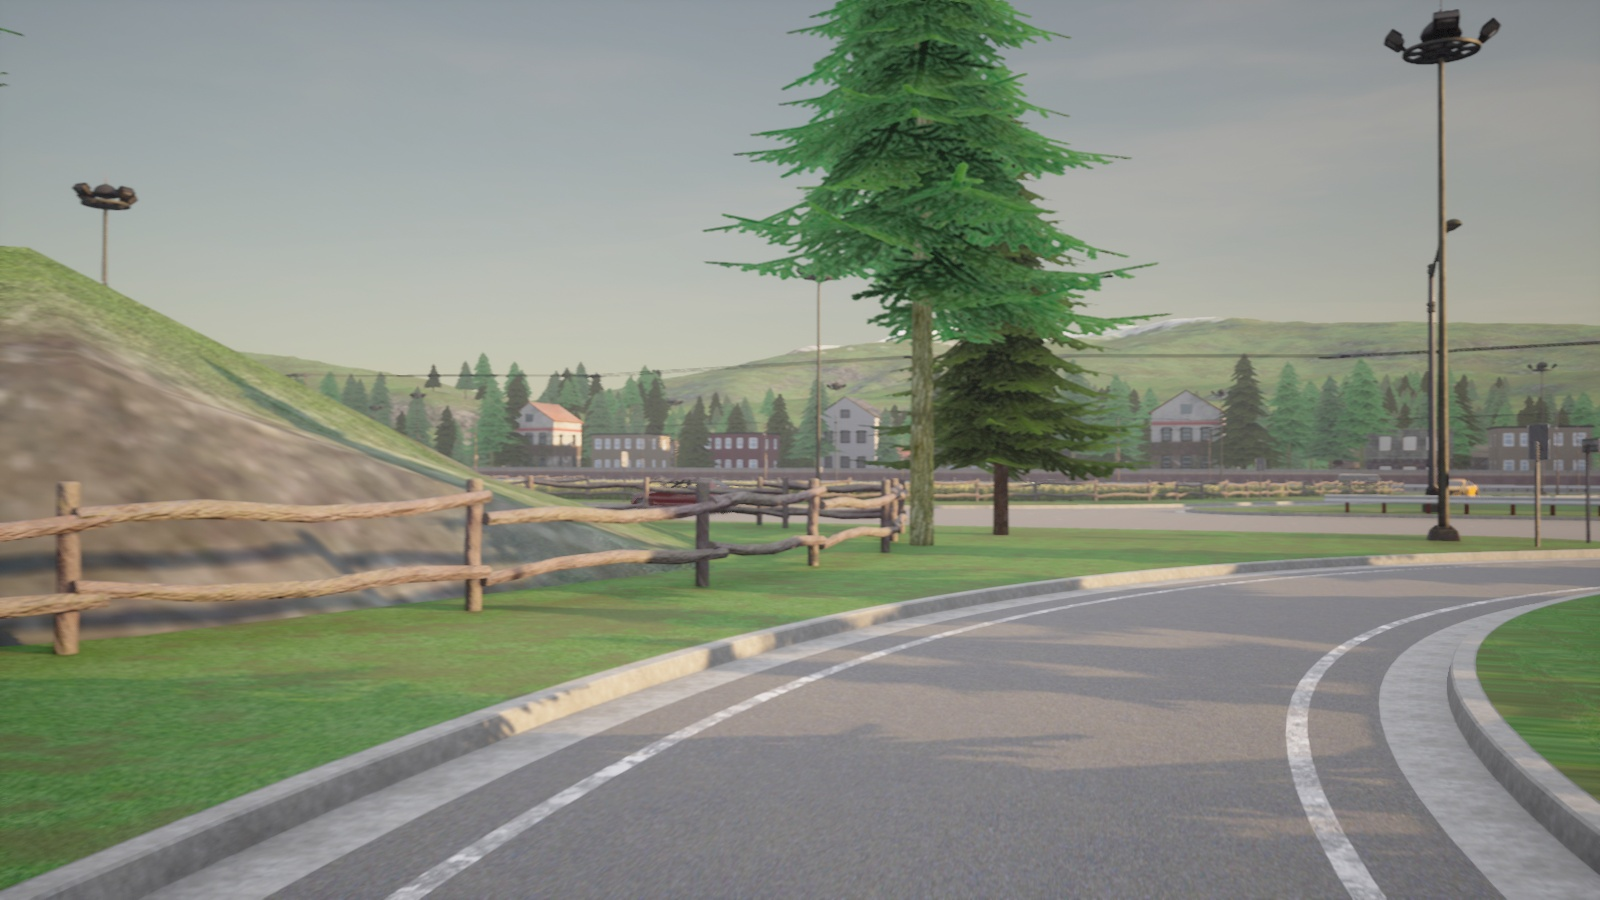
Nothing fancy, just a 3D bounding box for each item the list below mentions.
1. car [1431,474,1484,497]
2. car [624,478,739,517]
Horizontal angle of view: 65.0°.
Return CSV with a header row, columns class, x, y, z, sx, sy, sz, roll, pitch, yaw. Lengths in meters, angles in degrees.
class,x,y,z,sx,sy,sz,roll,pitch,yaw
car,45.477,2.431,86.835,1.882,1.535,5.008,-1,-2,44
car,-4.699,1.865,49.896,4.193,1.474,1.816,-1,-1,21
